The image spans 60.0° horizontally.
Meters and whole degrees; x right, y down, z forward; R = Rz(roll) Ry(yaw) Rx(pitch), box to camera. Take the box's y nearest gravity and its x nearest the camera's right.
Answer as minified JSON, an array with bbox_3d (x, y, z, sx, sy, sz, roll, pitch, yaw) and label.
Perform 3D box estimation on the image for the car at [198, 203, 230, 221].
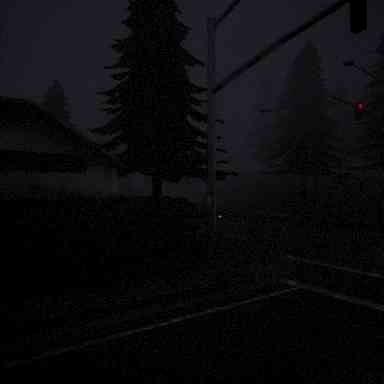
[{"bbox_3d":[0.866,1.587,27.355,1.895,1.301,4.718,0,0,-35],"label":"car"}]
